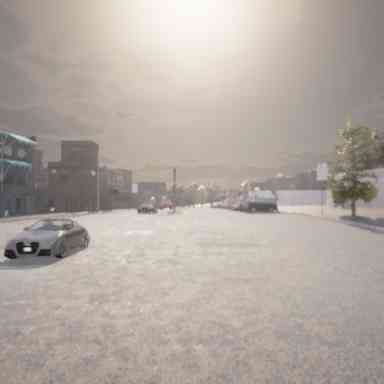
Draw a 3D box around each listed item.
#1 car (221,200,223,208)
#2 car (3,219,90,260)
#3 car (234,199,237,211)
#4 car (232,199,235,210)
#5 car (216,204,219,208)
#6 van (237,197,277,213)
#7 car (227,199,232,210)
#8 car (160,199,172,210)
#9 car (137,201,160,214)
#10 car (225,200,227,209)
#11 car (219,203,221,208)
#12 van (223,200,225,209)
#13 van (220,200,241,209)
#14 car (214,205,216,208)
[{"bbox_3d":[9.155,2.713,66.579,5.366,1.575,1.946,1,-2,-19],"label":"car"},{"bbox_3d":[-5.654,1.801,13.459,1.994,1.385,4.181,-1,-1,1],"label":"car"},{"bbox_3d":[8.701,2.035,45.680,4.674,1.452,2.002,1,-2,-19],"label":"car"},{"bbox_3d":[8.747,2.137,48.652,4.674,1.452,2.002,1,-2,-19],"label":"car"},{"bbox_3d":[9.127,2.778,75.462,5.566,2.045,2.435,2,-3,-19],"label":"car"},{"bbox_3d":[8.559,1.664,42.669,4.442,1.987,1.878,1,-2,-19],"label":"van"},{"bbox_3d":[8.610,2.192,51.568,5.366,1.575,1.946,1,-2,-19],"label":"car"},{"bbox_3d":[-5.006,2.373,63.886,2.150,2.045,5.566,0,-1,1],"label":"car"},{"bbox_3d":[-5.311,1.891,39.722,1.994,1.385,4.181,0,-2,1],"label":"car"},{"bbox_3d":[8.934,2.382,60.573,4.553,1.767,2.185,1,-2,-19],"label":"car"},{"bbox_3d":[9.065,2.920,72.464,5.008,1.535,2.097,1,-2,-19],"label":"car"},{"bbox_3d":[8.837,2.381,63.502,4.442,1.987,1.878,1,-2,-19],"label":"van"},{"bbox_3d":[9.033,2.917,78.383,4.442,1.987,1.878,2,-2,-19],"label":"van"},{"bbox_3d":[9.155,3.015,81.383,5.566,2.045,2.435,2,-2,-19],"label":"car"}]
